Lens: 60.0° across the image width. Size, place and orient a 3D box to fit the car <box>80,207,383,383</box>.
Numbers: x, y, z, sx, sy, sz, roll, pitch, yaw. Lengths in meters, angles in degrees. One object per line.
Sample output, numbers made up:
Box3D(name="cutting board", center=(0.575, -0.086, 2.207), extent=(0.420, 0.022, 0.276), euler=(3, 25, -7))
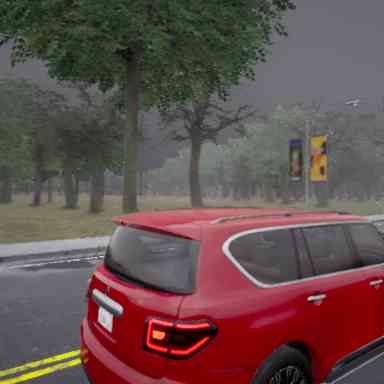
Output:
Box3D(name="car", center=(1.386, 1.229, 4.546), extent=(5.566, 2.045, 2.150), euler=(0, 0, -36))

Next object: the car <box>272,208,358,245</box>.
Box3D(name="car", center=(6.085, 1.597, 16.350), extent=(4.181, 1.385, 1.994), euler=(0, 0, -36))
